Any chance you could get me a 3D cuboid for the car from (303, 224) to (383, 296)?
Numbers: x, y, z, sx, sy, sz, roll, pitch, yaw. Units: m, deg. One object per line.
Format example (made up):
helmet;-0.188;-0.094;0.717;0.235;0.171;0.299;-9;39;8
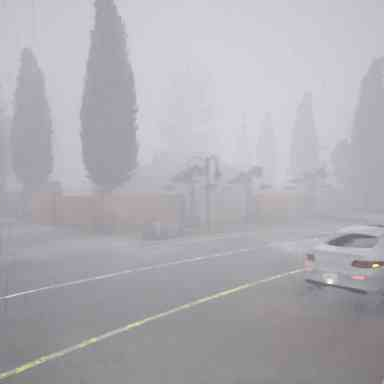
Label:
car;4.516;1.506;8.081;4.674;1.442;1.812;-1;-1;-40
